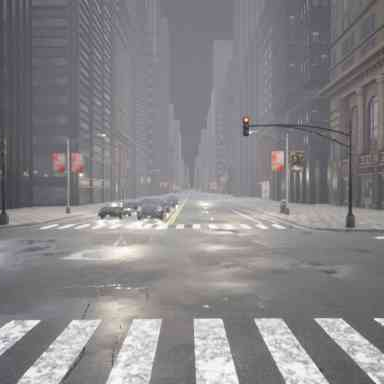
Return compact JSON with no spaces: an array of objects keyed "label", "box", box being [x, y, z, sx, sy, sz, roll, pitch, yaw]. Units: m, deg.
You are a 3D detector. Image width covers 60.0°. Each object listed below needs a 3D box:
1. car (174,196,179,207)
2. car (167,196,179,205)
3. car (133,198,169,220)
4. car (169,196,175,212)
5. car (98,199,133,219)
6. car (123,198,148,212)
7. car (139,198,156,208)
[{"label":"car","box":[-3.329,1.529,47.414,1.994,1.385,4.181,0,0,0]},{"label":"car","box":[-3.286,1.454,57.788,1.837,1.490,4.892,0,0,0]},{"label":"car","box":[-3.333,1.337,28.040,2.097,1.767,4.553,0,0,0]},{"label":"car","box":[-3.328,1.523,37.515,2.033,1.411,5.357,0,0,0]},{"label":"car","box":[-6.557,1.531,29.298,2.033,1.411,5.357,0,0,4]},{"label":"car","box":[-6.576,1.522,39.397,2.033,1.411,5.357,0,0,0]},{"label":"car","box":[-6.575,1.564,49.483,1.895,1.301,4.718,0,0,0]}]
